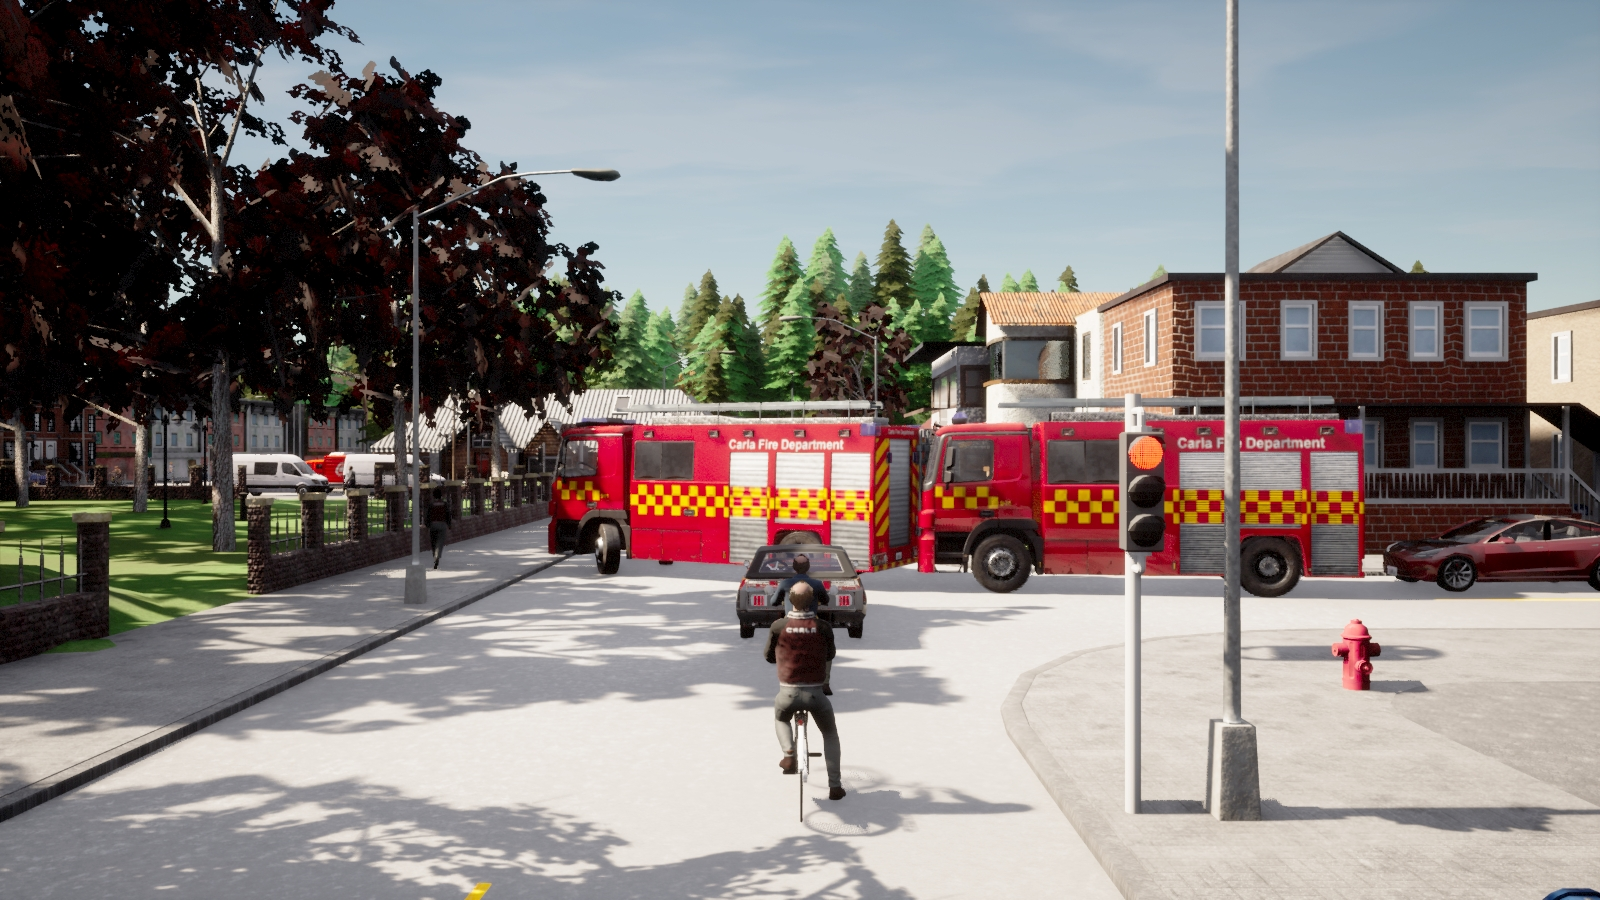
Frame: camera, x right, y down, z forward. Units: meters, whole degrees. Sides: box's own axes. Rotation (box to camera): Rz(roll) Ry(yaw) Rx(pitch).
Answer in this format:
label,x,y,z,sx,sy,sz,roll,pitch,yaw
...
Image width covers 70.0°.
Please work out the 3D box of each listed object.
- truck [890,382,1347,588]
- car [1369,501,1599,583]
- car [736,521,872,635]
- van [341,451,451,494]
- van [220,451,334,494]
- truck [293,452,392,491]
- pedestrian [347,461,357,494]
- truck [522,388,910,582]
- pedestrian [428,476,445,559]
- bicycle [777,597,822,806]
label,x,y,z,sx,sy,sz,roll,pitch,yaw
truck,6.171,0.669,23.269,8.468,3.827,2.891,0,0,8
car,14.577,1.843,23.389,4.792,1.488,2.163,0,0,0
car,0.052,1.935,18.331,1.895,1.301,4.718,0,0,0
van,-24.299,1.314,68.785,5.915,2.561,1.988,0,0,1
van,-31.465,1.314,68.839,5.915,2.561,1.988,0,0,1
truck,-29.092,1.345,72.766,5.204,2.467,2.627,0,0,0
pedestrian,-24.863,1.525,63.403,0.375,1.860,0.375,0,0,-2
truck,-2.011,0.672,25.772,8.468,3.827,2.891,0,0,28
pedestrian,-8.279,1.525,26.027,0.375,1.860,0.375,0,0,-17
bicycle,-0.005,1.940,9.200,0.329,1.271,1.835,0,0,0
